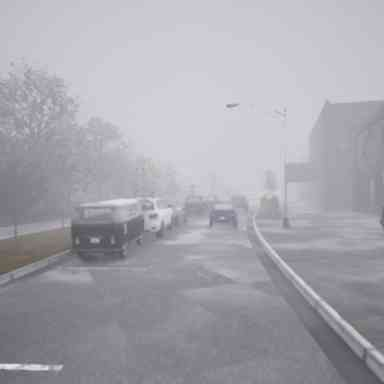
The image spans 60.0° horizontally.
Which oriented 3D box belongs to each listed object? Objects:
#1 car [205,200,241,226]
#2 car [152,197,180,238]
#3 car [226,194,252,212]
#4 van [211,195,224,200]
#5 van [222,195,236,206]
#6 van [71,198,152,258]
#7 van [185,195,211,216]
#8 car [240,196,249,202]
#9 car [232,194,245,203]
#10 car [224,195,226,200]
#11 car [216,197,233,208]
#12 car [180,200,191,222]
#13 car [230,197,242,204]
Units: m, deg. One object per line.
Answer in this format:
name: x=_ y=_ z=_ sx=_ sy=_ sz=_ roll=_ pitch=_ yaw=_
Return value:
car: x=2.401 y=1.583 z=24.462 sx=1.882 sy=1.535 sz=5.008 roll=0 pitch=0 yaw=9
car: x=-2.423 y=1.312 z=18.519 sx=2.435 sy=2.045 sz=5.566 roll=-1 pitch=1 yaw=5
car: x=6.109 y=1.405 z=42.590 sx=2.150 sy=2.045 sz=5.566 roll=0 pitch=0 yaw=13
van: x=2.722 y=1.467 z=44.776 sx=1.878 sy=1.987 sz=4.442 roll=-1 pitch=1 yaw=11
van: x=6.952 y=1.558 z=61.972 sx=1.878 sy=1.987 sz=4.442 roll=-1 pitch=-1 yaw=16
van: x=-3.040 y=1.304 z=13.051 sx=1.878 sy=1.987 sz=4.442 roll=-1 pitch=1 yaw=4
van: x=0.496 y=1.424 z=35.076 sx=1.878 sy=1.987 sz=4.442 roll=-1 pitch=1 yaw=11
car: x=14.859 y=1.920 z=94.162 sx=2.097 sy=1.535 sz=5.008 roll=-1 pitch=0 yaw=16
car: x=11.174 y=1.615 z=79.177 sx=2.435 sy=2.045 sz=5.566 roll=-1 pitch=0 yaw=14
car: x=4.275 y=1.748 z=51.099 sx=2.163 sy=1.488 sz=4.792 roll=-1 pitch=1 yaw=12
car: x=5.591 y=1.740 z=56.451 sx=2.231 sy=1.521 sz=4.892 roll=-1 pitch=1 yaw=12
car: x=-1.602 y=1.636 z=24.019 sx=2.002 sy=1.452 sz=4.674 roll=-1 pitch=1 yaw=9
car: x=9.567 y=1.866 z=72.625 sx=2.002 sy=1.452 sz=4.674 roll=-1 pitch=0 yaw=14
